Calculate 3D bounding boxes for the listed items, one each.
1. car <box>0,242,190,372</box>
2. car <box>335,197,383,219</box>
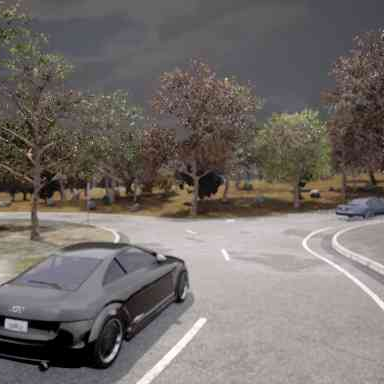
[{"bbox_3d":[-1.496,1.572,5.906,1.994,1.385,4.181,0,0,18],"label":"car"},{"bbox_3d":[12.736,1.025,23.258,5.357,1.411,2.033,-5,2,-15],"label":"car"}]
